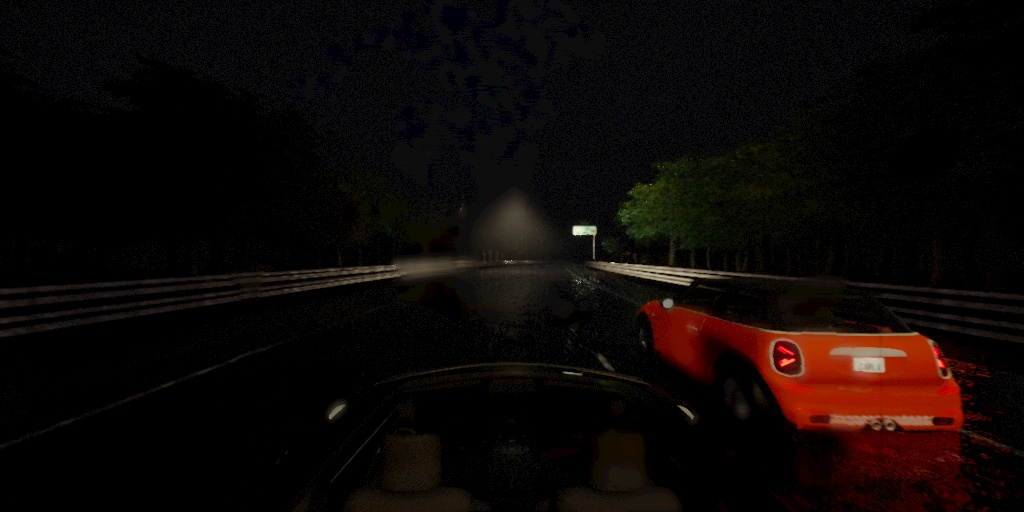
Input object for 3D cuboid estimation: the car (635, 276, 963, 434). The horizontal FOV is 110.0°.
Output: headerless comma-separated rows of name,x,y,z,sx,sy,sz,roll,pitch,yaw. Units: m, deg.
car,3.638,1.127,5.761,2.097,1.767,4.553,0,0,0
